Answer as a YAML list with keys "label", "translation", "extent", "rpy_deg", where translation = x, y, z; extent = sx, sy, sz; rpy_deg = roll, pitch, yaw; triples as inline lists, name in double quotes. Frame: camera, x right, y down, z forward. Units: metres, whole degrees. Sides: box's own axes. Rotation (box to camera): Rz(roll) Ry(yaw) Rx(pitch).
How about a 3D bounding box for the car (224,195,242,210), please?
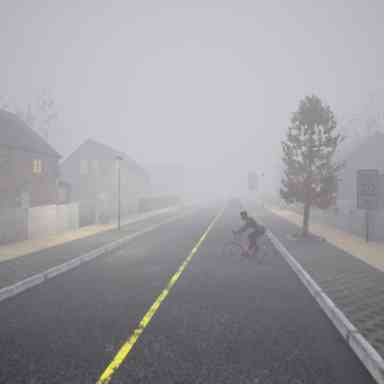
- label: "car"
  translation: [5.481, 1.484, 42.800]
  extent: [2.033, 1.411, 5.357]
  rpy_deg: [0, 0, 6]

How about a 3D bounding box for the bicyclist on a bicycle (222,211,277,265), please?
- label: "bicyclist on a bicycle"
  translation: [1.727, 1.404, 10.070]
  extent: [1.656, 1.620, 0.582]
  rpy_deg: [0, 0, 7]

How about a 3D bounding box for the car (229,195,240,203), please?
- label: "car"
  translation: [8.466, 1.382, 66.651]
  extent: [2.128, 1.511, 4.902]
  rpy_deg: [0, 0, 7]

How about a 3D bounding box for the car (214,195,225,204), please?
- label: "car"
  translation: [5.137, 1.377, 62.458]
  extent: [1.882, 1.535, 5.008]
  rpy_deg: [0, 0, 8]
